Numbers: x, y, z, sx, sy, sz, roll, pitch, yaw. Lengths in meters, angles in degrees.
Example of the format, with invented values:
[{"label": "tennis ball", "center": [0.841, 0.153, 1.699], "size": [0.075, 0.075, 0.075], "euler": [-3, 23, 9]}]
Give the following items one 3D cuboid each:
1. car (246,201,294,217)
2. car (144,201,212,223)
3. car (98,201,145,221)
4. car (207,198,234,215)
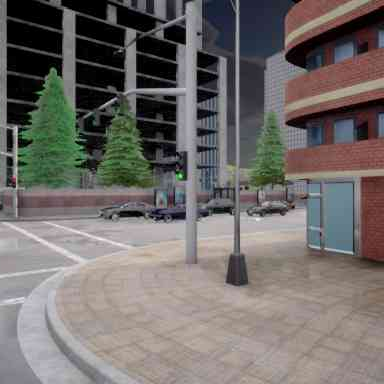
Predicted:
[{"label": "car", "center": [7.360, 1.581, 32.243], "size": [4.674, 1.442, 1.812], "euler": [0, 0, -35]}, {"label": "car", "center": [-1.023, 1.656, 26.323], "size": [4.718, 1.301, 1.895], "euler": [0, 0, -35]}, {"label": "car", "center": [-5.285, 1.547, 27.596], "size": [4.902, 1.511, 2.128], "euler": [0, 0, -35]}, {"label": "car", "center": [2.202, 1.407, 32.889], "size": [4.553, 1.767, 2.097], "euler": [0, 0, -35]}]
